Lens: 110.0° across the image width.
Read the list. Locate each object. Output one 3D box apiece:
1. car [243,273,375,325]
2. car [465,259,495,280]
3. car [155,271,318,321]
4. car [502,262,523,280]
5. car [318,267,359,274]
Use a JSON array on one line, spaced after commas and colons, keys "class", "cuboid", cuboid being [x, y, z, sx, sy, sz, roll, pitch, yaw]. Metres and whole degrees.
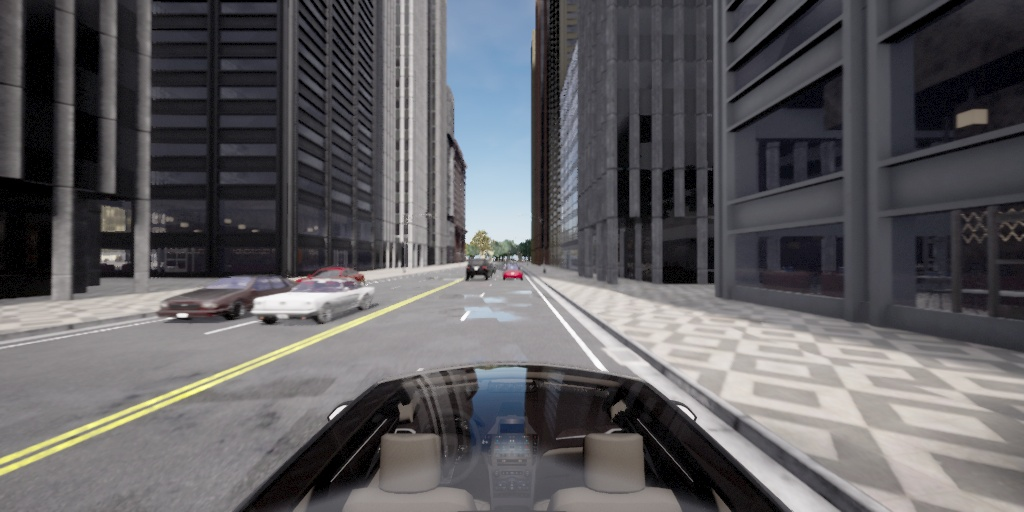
[{"class": "car", "cuboid": [-6.517, 1.441, 12.415, 1.895, 1.301, 4.718, 0, -1, 0]}, {"class": "car", "cuboid": [-3.195, 1.262, 35.170, 2.150, 2.045, 5.566, 0, 0, 1]}, {"class": "car", "cuboid": [-9.758, 1.395, 13.280, 2.033, 1.411, 5.357, 0, -1, 0]}, {"class": "car", "cuboid": [0.094, 1.603, 35.170, 1.994, 1.385, 4.181, 0, 0, 1]}, {"class": "car", "cuboid": [-9.811, 1.380, 19.717, 1.882, 1.535, 5.008, 0, 0, 0]}]
